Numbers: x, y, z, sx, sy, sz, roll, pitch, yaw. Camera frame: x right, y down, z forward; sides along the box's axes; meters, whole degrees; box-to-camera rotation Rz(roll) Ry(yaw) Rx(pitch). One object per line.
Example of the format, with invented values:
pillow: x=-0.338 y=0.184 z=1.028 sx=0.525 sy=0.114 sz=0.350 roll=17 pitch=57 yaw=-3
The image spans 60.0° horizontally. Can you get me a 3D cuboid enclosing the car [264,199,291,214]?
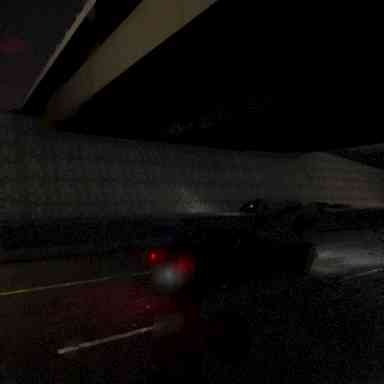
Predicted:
car: x=10.802 y=1.771 z=37.408 sx=4.892 sy=1.490 sz=1.837 roll=1 pitch=0 yaw=-35

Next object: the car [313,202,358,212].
car: x=13.673 y=1.782 z=30.865 sx=4.674 sy=1.442 sz=1.812 roll=1 pitch=0 yaw=-35

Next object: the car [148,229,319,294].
car: x=1.304 y=1.654 z=8.995 sx=4.718 sy=1.301 sz=1.895 roll=1 pitch=0 yaw=-35

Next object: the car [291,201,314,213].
car: x=12.855 y=1.773 z=34.574 sx=4.892 sy=1.490 sz=1.837 roll=1 pitch=0 yaw=-35

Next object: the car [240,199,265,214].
car: x=7.798 y=1.605 z=39.568 sx=4.553 sy=1.767 sz=2.097 roll=1 pitch=0 yaw=-35
